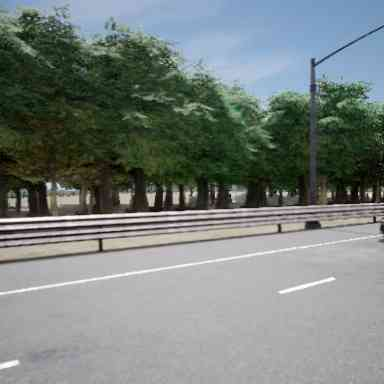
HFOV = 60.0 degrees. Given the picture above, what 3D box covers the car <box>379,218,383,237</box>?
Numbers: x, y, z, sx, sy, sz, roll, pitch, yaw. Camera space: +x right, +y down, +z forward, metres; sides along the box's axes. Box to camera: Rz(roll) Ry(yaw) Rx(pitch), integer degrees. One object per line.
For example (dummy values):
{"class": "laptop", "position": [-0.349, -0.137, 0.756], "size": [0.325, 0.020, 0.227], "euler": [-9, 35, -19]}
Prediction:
{"class": "car", "position": [10.642, 1.464, 15.447], "size": [4.902, 1.511, 2.128], "euler": [0, 0, -34]}
